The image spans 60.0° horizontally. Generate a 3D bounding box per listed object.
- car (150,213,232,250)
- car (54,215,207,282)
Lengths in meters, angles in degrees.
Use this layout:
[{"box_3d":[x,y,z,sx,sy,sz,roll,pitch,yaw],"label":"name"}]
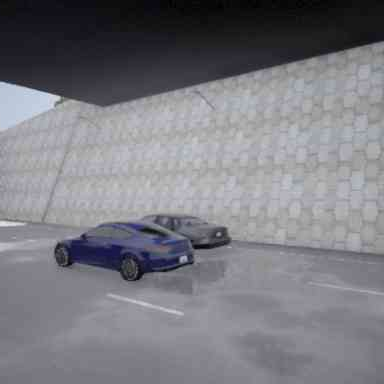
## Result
[{"box_3d":[-1.080,1.573,13.368,5.357,1.411,2.033,0,0,36],"label":"car"},{"box_3d":[-2.090,1.547,9.773,4.674,1.442,1.812,0,0,35],"label":"car"}]
